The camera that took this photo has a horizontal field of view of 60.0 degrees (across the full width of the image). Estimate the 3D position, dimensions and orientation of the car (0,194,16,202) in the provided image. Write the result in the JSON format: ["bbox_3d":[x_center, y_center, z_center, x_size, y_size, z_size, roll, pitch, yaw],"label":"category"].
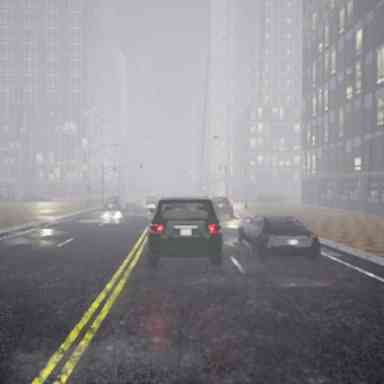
[{"bbox_3d":[-31.197,0.983,54.575,4.206,1.307,1.802,0,1,-2],"label":"car"}]

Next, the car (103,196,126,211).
[{"bbox_3d":[-8.298,1.194,35.850,2.128,1.511,4.902,0,0,-3],"label":"car"}]

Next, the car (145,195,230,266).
[{"bbox_3d":[-0.279,1.123,11.313,2.150,2.045,5.566,0,0,-3],"label":"car"}]

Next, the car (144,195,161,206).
[{"bbox_3d":[-5.586,1.180,47.142,2.033,1.411,5.357,0,1,-3],"label":"car"}]

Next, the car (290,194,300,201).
[{"bbox_3d":[18.523,1.032,64.971,4.829,1.417,1.752,0,1,-2],"label":"car"}]

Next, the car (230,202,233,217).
[{"bbox_3d":[2.101,1.104,27.694,2.097,1.767,4.553,0,0,-3],"label":"car"}]

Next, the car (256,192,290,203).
[{"bbox_3d":[13.382,0.995,56.386,5.009,1.841,2.192,0,1,-2],"label":"car"}]

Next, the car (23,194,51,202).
[{"bbox_3d":[-25.514,1.004,54.757,4.313,1.339,1.947,0,1,-2],"label":"car"}]

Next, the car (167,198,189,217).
[{"bbox_3d":[-1.246,1.271,29.387,1.812,1.442,4.674,0,0,-3],"label":"car"}]

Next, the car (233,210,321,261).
[{"bbox_3d":[2.927,1.454,11.937,1.994,1.385,4.181,0,0,-3],"label":"car"}]
